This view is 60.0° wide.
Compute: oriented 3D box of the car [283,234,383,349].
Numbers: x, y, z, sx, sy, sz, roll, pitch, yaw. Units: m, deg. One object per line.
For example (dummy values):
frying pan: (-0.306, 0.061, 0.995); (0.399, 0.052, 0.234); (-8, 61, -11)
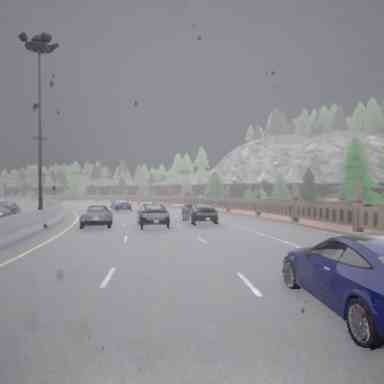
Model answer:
car: (3.203, 1.503, 6.121); (1.812, 1.442, 4.674); (0, 0, -4)

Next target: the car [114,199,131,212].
car: (-8.459, 1.542, 39.605); (1.812, 1.442, 4.674); (0, 0, -23)

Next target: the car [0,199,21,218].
car: (-15.046, 1.566, 26.758); (2.128, 1.511, 4.902); (0, 0, -18)

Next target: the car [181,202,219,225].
car: (0.468, 1.477, 23.811); (1.837, 1.490, 4.892); (0, 0, -13)

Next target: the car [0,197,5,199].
car: (-35.882, 1.765, 62.386); (1.812, 1.442, 4.674); (-1, 0, -41)

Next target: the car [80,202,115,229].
car: (-6.349, 1.580, 22.242); (1.994, 1.385, 4.181); (0, 0, -14)

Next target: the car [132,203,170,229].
car: (-2.589, 1.485, 21.596); (2.128, 1.511, 4.902); (0, 0, -12)
